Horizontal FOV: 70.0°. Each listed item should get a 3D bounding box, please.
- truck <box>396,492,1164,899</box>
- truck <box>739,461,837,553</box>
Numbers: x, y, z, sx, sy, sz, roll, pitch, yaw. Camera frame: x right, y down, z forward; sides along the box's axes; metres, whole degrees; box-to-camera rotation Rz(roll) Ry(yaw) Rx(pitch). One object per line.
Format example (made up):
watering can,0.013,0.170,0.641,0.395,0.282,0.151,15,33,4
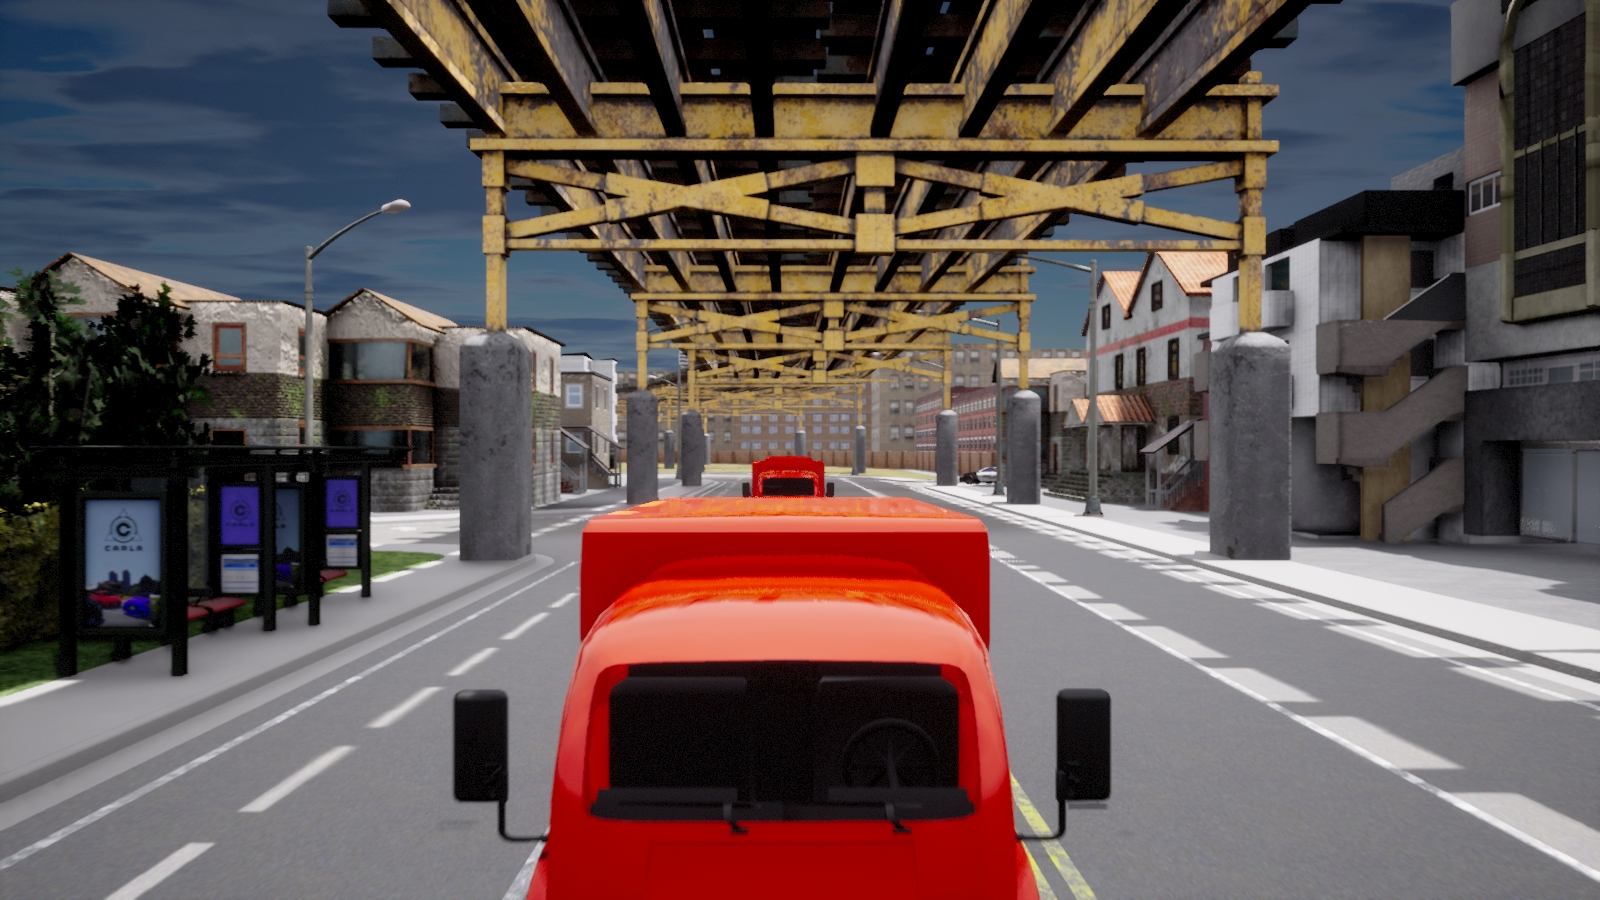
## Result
truck,-0.083,1.564,6.512,2.627,2.467,5.204,0,0,0
truck,-0.341,1.557,33.106,2.627,2.467,5.204,0,-1,-1
